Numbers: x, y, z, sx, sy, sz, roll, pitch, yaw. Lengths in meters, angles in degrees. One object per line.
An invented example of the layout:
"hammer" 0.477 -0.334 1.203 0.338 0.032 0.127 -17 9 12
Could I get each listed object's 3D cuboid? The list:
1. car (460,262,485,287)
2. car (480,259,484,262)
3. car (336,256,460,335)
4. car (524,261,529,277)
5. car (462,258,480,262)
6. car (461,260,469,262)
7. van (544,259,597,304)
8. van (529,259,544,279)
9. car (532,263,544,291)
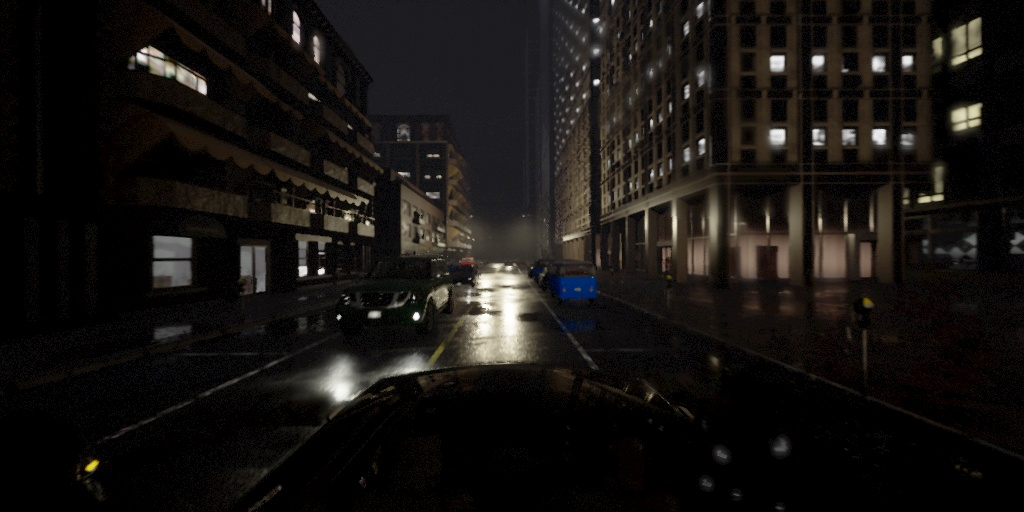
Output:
"car" -3.294 1.336 24.905 2.033 1.411 5.357 0 0 0
"car" -6.264 1.416 61.030 1.948 1.339 4.313 0 0 -1
"car" -3.175 1.002 10.990 2.150 2.045 5.566 0 0 0
"car" 2.399 1.320 32.872 1.948 1.339 4.313 0 0 -1
"car" -6.151 1.151 49.733 2.192 1.841 5.009 0 0 -1
"car" -6.037 1.405 38.437 1.802 1.307 4.207 0 0 -1
"van" 2.569 1.080 15.928 1.690 1.789 3.998 0 0 -1
"van" 2.456 1.090 27.224 1.690 1.789 3.998 0 0 -1
"car" 2.513 1.295 21.576 2.007 1.370 4.403 0 0 -1
